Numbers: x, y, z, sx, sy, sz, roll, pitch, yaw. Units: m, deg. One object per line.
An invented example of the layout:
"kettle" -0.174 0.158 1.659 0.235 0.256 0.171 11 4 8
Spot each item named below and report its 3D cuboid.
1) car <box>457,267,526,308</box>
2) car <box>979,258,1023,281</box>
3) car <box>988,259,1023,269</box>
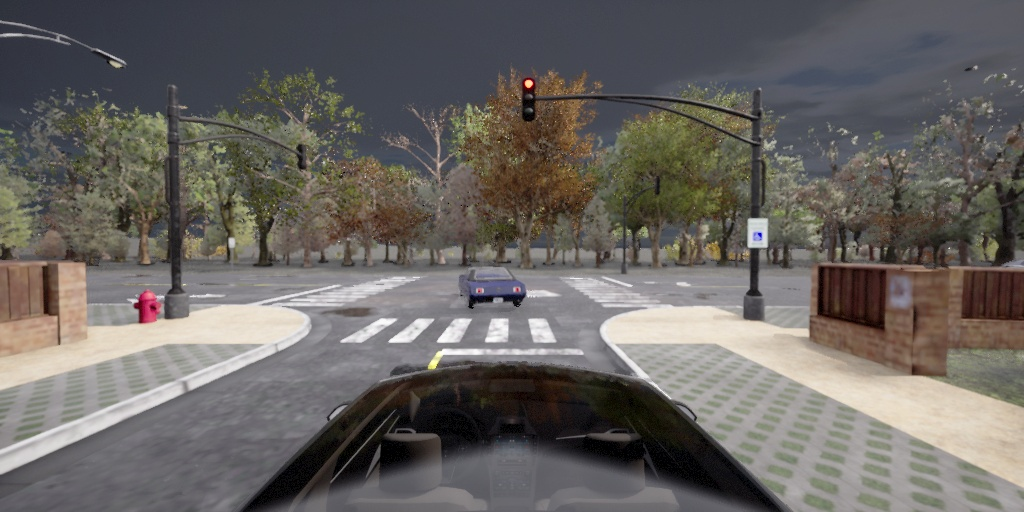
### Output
"car" -0.968 1.070 13.558 1.895 1.301 4.718 0 1 -14
"car" 35.368 0.898 24.056 5.357 1.411 2.033 0 1 0
"car" 30.425 0.900 20.805 4.902 1.511 2.128 0 1 0
